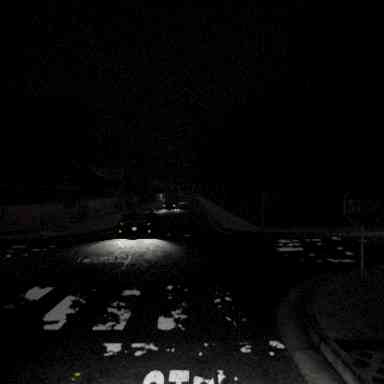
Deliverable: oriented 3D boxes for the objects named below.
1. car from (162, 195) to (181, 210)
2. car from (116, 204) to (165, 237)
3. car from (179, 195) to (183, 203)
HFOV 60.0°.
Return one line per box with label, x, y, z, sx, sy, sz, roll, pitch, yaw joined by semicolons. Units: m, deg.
car;-2.854;1.590;43.844;1.837;1.490;4.892;0;0;0
car;-2.792;1.593;18.160;1.994;1.385;4.181;0;0;0
car;-2.915;1.476;69.603;1.837;1.490;4.892;0;0;0
